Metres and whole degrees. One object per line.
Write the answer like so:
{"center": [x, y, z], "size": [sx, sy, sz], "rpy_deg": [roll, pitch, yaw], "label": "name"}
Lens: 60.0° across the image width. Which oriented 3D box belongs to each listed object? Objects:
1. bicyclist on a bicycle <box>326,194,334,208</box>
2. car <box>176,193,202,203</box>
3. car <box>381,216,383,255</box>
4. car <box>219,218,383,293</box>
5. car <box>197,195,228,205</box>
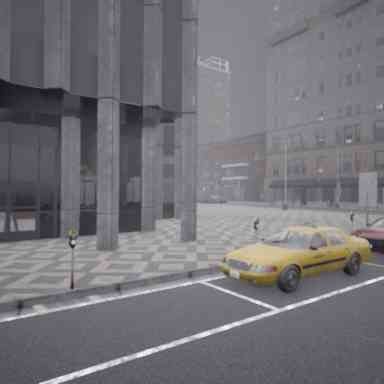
{"center": [16.433, 1.090, 39.594], "size": [1.656, 1.620, 0.582], "rpy_deg": [0, 0, -35], "label": "bicyclist on a bicycle"}
{"center": [-0.514, 1.025, 58.245], "size": [2.128, 1.511, 4.902], "rpy_deg": [1, 0, -35], "label": "car"}
{"center": [7.628, 1.522, 12.209], "size": [4.507, 1.381, 1.887], "rpy_deg": [0, 1, -36], "label": "car"}
{"center": [2.913, 1.513, 8.840], "size": [4.829, 1.417, 1.752], "rpy_deg": [0, 1, -36], "label": "car"}
{"center": [2.826, 1.150, 48.062], "size": [2.033, 1.411, 5.357], "rpy_deg": [1, 0, -35], "label": "car"}
